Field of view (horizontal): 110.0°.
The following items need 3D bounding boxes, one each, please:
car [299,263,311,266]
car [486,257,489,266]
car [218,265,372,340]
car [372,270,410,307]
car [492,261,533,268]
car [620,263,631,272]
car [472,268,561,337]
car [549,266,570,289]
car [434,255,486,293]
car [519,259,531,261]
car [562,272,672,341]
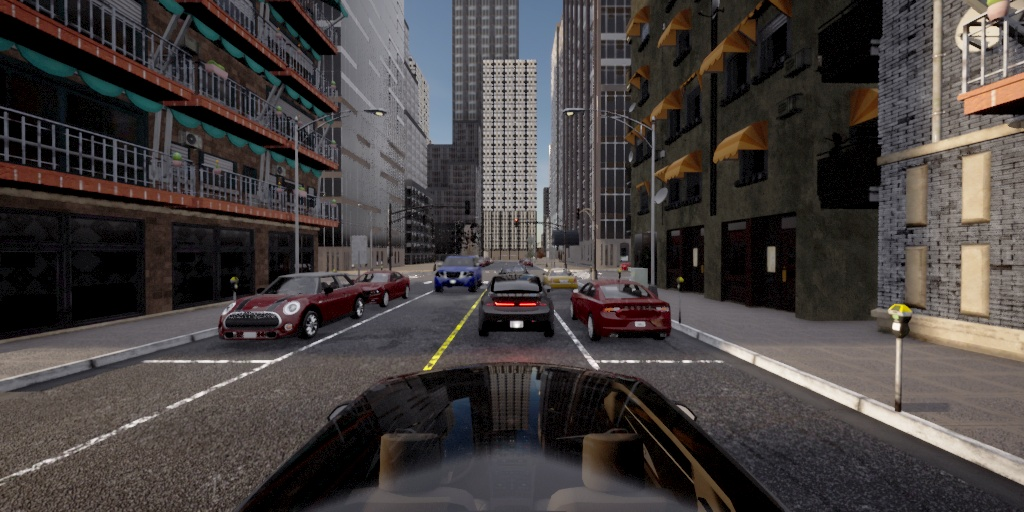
[{"bbox_3d":[-23.799,1.492,39.642,4.097,1.591,1.967,0,0,0],"label":"car"},{"bbox_3d":[-5.631,1.288,64.330,1.888,1.381,4.507,0,0,0],"label":"car"},{"bbox_3d":[-5.684,1.188,9.770,1.967,1.591,4.097,0,0,0],"label":"car"},{"bbox_3d":[-5.679,1.292,15.294,1.888,1.381,4.507,0,0,0],"label":"car"},{"bbox_3d":[0.116,1.238,20.432,2.128,1.511,4.902,0,0,0],"label":"car"},{"bbox_3d":[14.299,1.002,39.926,4.507,1.381,1.888,0,0,0],"label":"car"},{"bbox_3d":[0.108,1.253,10.299,1.837,1.490,4.892,0,0,0],"label":"car"},{"bbox_3d":[2.707,1.271,20.965,1.751,1.417,4.829,0,0,0],"label":"car"},{"bbox_3d":[-2.995,0.973,21.017,2.150,2.045,5.566,0,0,0],"label":"car"},{"bbox_3d":[2.749,1.182,64.321,1.967,1.591,4.097,0,0,0],"label":"car"},{"bbox_3d":[2.697,1.293,9.748,1.888,1.381,4.507,0,0,0],"label":"car"}]
